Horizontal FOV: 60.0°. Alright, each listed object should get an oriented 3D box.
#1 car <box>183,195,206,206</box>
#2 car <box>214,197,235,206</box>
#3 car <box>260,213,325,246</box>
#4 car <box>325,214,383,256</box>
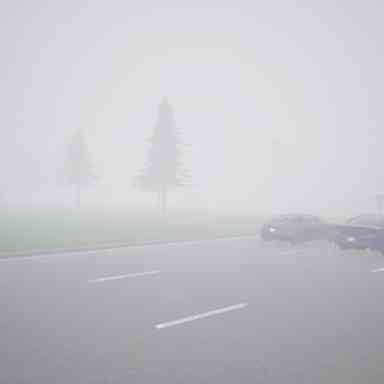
[{"bbox_3d":[0.392,1.629,63.507,2.150,2.045,5.566,1,0,-35],"label":"car"},{"bbox_3d":[6.525,1.839,67.020,2.097,1.767,4.553,1,-1,-36],"label":"car"},{"bbox_3d":[5.294,1.715,16.216,4.181,1.385,1.994,1,0,-35],"label":"car"},{"bbox_3d":[7.930,1.635,13.790,5.008,1.535,1.882,0,0,-35],"label":"car"}]
